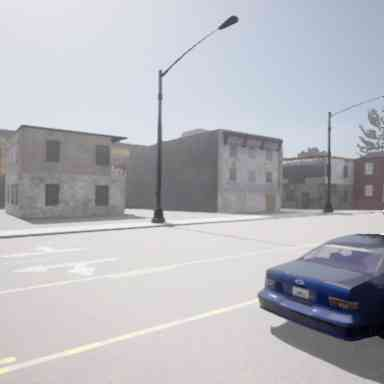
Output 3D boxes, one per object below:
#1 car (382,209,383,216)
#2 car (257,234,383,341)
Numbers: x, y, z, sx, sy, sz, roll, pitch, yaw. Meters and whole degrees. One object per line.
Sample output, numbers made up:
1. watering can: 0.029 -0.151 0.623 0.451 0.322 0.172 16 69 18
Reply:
1. car: 19.635 1.577 30.978 4.674 1.442 1.812 1 -1 -36
2. car: 3.656 1.538 6.392 5.357 1.411 2.033 0 0 -35
